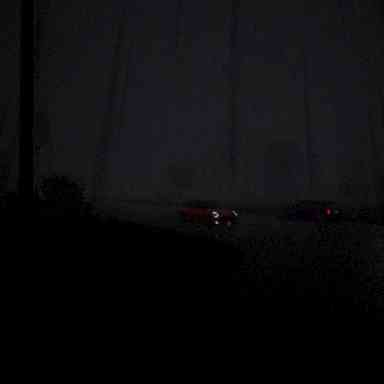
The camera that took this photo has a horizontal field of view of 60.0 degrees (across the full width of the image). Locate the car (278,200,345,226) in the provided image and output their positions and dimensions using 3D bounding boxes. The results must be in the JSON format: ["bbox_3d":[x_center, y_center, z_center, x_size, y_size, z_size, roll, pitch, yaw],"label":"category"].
[{"bbox_3d":[8.330,1.338,23.665,2.097,1.767,4.553,0,1,-35],"label":"car"}]

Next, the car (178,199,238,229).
[{"bbox_3d":[0.973,1.331,21.969,2.097,1.767,4.553,0,1,-35],"label":"car"}]
